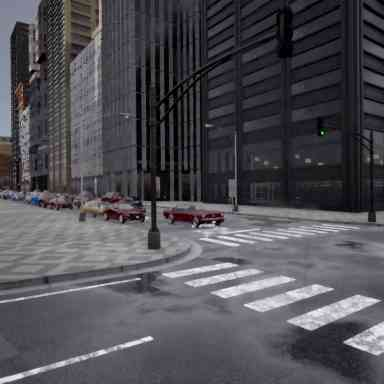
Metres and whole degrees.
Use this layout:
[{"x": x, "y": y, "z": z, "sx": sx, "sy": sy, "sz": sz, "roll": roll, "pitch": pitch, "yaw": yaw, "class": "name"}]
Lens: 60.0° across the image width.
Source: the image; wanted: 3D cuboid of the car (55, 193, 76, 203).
[{"x": -21.865, "y": 0.969, "z": 57.356, "sx": 2.128, "sy": 1.511, "sz": 4.902, "roll": -1, "pitch": 1, "yaw": -36, "class": "car"}]

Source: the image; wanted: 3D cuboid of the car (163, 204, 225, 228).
[{"x": 0.057, "y": 1.479, "z": 21.768, "sx": 1.895, "sy": 1.301, "sz": 4.718, "roll": -1, "pitch": 1, "yaw": -35, "class": "car"}]

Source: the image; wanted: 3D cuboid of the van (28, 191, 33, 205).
[{"x": -21.450, "y": 0.969, "z": 46.810, "sx": 1.690, "sy": 1.788, "sz": 3.998, "roll": 0, "pitch": 1, "yaw": -36, "class": "van"}]

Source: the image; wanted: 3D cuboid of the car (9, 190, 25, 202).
[{"x": -31.348, "y": 0.903, "z": 60.477, "sx": 1.967, "sy": 1.590, "sz": 4.097, "roll": 0, "pitch": 1, "yaw": -36, "class": "car"}]

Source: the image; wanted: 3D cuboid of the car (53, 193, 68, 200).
[{"x": -27.741, "y": 0.853, "z": 70.030, "sx": 1.887, "sy": 1.381, "sz": 4.507, "roll": 0, "pitch": 1, "yaw": -36, "class": "car"}]

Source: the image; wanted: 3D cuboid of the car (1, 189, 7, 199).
[{"x": -37.946, "y": 0.663, "z": 69.586, "sx": 2.192, "sy": 1.841, "sz": 5.009, "roll": 0, "pitch": 1, "yaw": -36, "class": "car"}]

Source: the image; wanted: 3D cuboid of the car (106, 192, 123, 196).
[{"x": -11.245, "y": 0.898, "z": 47.253, "sx": 2.192, "sy": 1.841, "sz": 5.009, "roll": 0, "pitch": 1, "yaw": -36, "class": "car"}]

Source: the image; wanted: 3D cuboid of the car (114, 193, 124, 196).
[{"x": -7.946, "y": 1.199, "z": 42.700, "sx": 1.947, "sy": 1.339, "sz": 4.313, "roll": 0, "pitch": 1, "yaw": -36, "class": "car"}]

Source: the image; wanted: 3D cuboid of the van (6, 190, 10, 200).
[{"x": -34.647, "y": 0.746, "z": 65.031, "sx": 1.690, "sy": 1.788, "sz": 3.998, "roll": 0, "pitch": 1, "yaw": -36, "class": "van"}]

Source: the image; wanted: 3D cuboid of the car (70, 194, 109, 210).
[{"x": -11.916, "y": 1.257, "z": 38.336, "sx": 2.033, "sy": 1.411, "sz": 5.357, "roll": -1, "pitch": 1, "yaw": -37, "class": "car"}]

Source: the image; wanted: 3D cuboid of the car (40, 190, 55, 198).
[{"x": -34.338, "y": 0.508, "z": 79.138, "sx": 2.192, "sy": 1.841, "sz": 5.009, "roll": 0, "pitch": 1, "yaw": -36, "class": "car"}]

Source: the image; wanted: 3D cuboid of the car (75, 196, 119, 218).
[{"x": -8.154, "y": 1.352, "z": 28.452, "sx": 1.752, "sy": 1.417, "sz": 4.829, "roll": 0, "pitch": 1, "yaw": -36, "class": "car"}]

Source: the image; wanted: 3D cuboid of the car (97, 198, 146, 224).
[{"x": -4.954, "y": 1.416, "z": 24.035, "sx": 1.887, "sy": 1.381, "sz": 4.507, "roll": 0, "pitch": 1, "yaw": -36, "class": "car"}]

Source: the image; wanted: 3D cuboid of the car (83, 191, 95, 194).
[{"x": -15.863, "y": 1.065, "z": 49.154, "sx": 2.128, "sy": 1.511, "sz": 4.902, "roll": -1, "pitch": 1, "yaw": -35, "class": "car"}]

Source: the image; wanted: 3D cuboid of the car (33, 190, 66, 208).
[{"x": -18.151, "y": 0.995, "z": 42.255, "sx": 2.192, "sy": 1.841, "sz": 5.009, "roll": 0, "pitch": 1, "yaw": -36, "class": "car"}]

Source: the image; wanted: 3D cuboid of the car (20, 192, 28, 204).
[{"x": -24.751, "y": 1.125, "z": 51.367, "sx": 2.008, "sy": 1.369, "sz": 4.403, "roll": 0, "pitch": 1, "yaw": -36, "class": "car"}]

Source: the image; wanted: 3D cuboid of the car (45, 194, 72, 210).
[{"x": -14.852, "y": 1.275, "z": 37.701, "sx": 1.887, "sy": 1.381, "sz": 4.507, "roll": 0, "pitch": 1, "yaw": -36, "class": "car"}]

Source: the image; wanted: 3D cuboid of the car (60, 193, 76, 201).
[{"x": -24.442, "y": 0.948, "z": 65.476, "sx": 1.802, "sy": 1.307, "sz": 4.206, "roll": 0, "pitch": 1, "yaw": -36, "class": "car"}]

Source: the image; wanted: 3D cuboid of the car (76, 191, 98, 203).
[{"x": -17.843, "y": 0.792, "z": 56.363, "sx": 2.192, "sy": 1.841, "sz": 5.009, "roll": 0, "pitch": 1, "yaw": -36, "class": "car"}]

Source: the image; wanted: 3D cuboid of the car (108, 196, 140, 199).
[{"x": -5.773, "y": 1.362, "z": 29.872, "sx": 1.994, "sy": 1.385, "sz": 4.181, "roll": -1, "pitch": 1, "yaw": -35, "class": "car"}]
